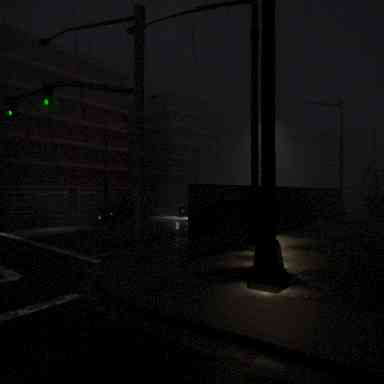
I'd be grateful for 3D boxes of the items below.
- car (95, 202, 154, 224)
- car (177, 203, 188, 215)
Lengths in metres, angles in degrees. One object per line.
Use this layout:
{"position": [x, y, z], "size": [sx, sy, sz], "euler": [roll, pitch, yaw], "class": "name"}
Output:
{"position": [-4.911, 1.491, 24.772], "size": [2.128, 1.511, 4.902], "euler": [0, 0, 35], "class": "car"}
{"position": [0.527, 1.505, 32.516], "size": [1.837, 1.490, 4.892], "euler": [0, 0, 35], "class": "car"}
